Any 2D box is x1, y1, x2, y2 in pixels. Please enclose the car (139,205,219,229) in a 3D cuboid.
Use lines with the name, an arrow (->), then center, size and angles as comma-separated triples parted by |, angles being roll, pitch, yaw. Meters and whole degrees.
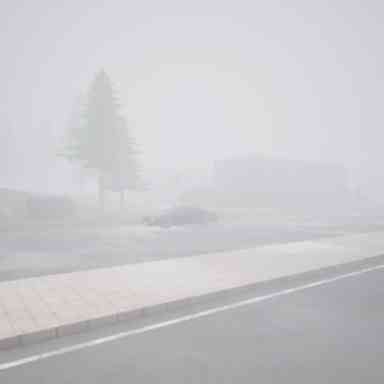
car -> -0.703, 1.569, 21.828 | 5.357, 1.411, 2.033 | 0, 0, -35
